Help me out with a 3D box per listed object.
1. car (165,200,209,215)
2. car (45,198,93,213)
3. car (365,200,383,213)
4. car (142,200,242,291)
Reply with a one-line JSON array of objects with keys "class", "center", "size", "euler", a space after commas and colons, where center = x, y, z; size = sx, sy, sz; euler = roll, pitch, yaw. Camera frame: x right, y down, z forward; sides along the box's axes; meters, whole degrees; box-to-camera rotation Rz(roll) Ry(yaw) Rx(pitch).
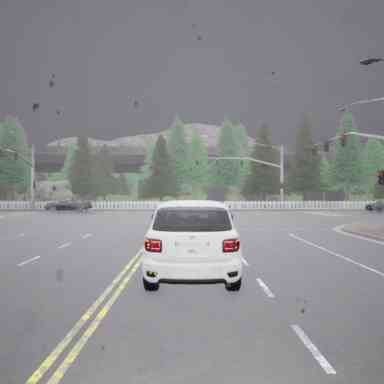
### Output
[{"class": "car", "center": [-0.504, 1.521, 32.569], "size": [4.181, 1.385, 1.994], "euler": [0, 0, 0]}, {"class": "car", "center": [-13.295, 1.436, 36.005], "size": [4.902, 1.511, 2.128], "euler": [0, 0, 0]}, {"class": "car", "center": [21.209, 1.507, 36.156], "size": [4.181, 1.385, 1.994], "euler": [0, 0, 0]}, {"class": "car", "center": [0.008, 1.221, 9.127], "size": [2.150, 2.045, 5.566], "euler": [0, 0, 0]}]
